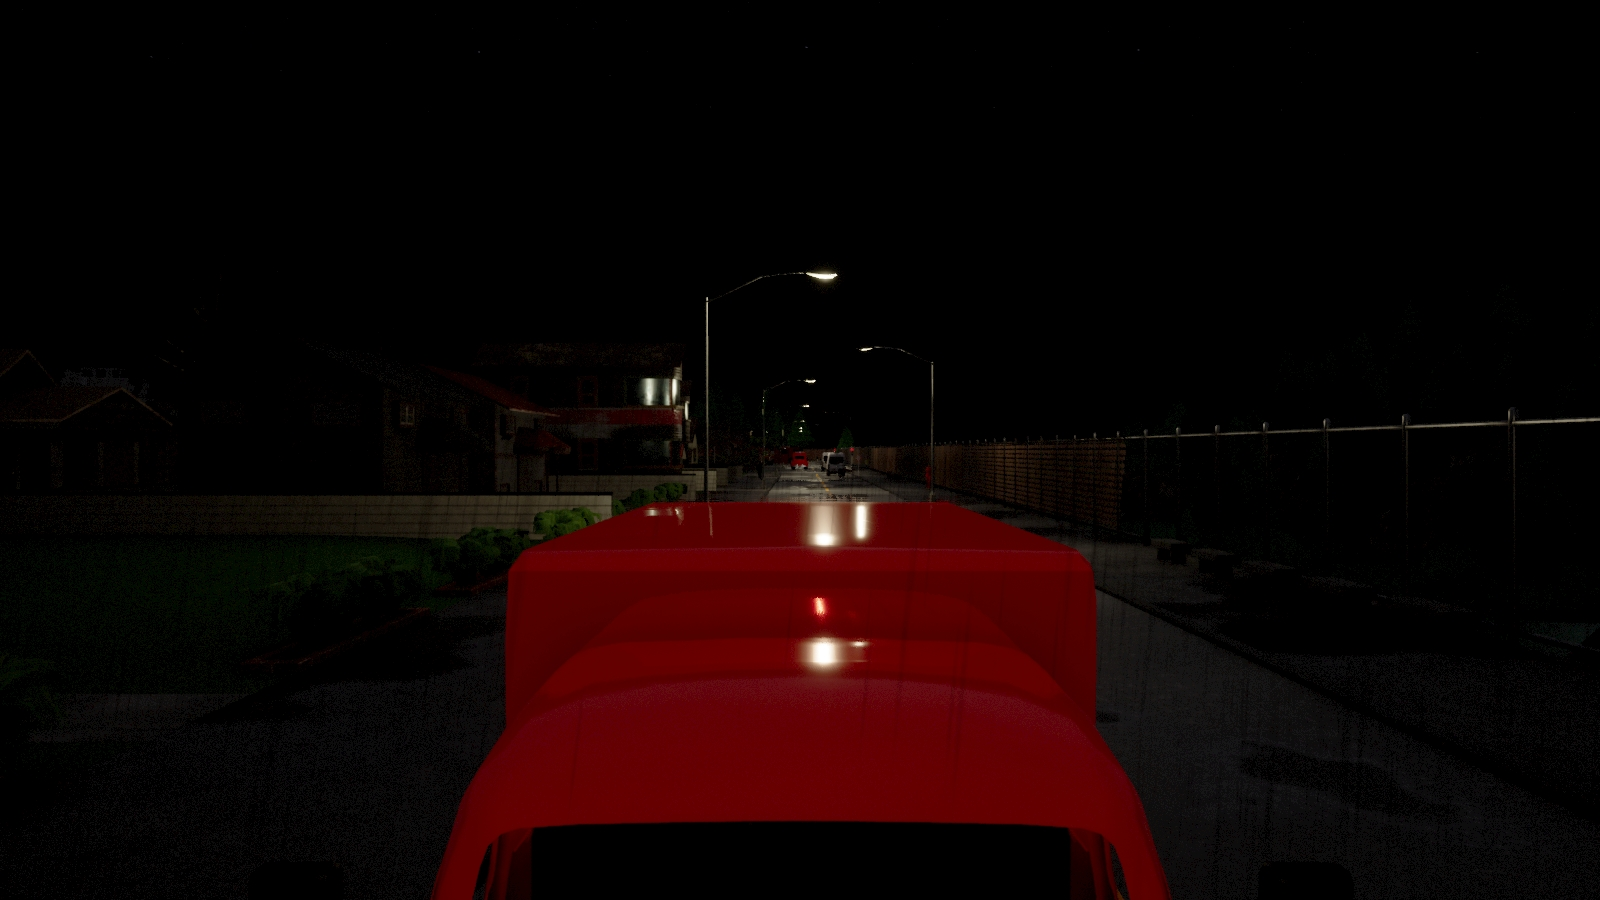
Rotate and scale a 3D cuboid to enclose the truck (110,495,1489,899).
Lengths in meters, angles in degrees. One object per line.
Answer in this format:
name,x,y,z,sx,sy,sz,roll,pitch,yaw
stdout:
truck,0.000,1.559,4.795,2.627,2.467,5.204,0,1,0
